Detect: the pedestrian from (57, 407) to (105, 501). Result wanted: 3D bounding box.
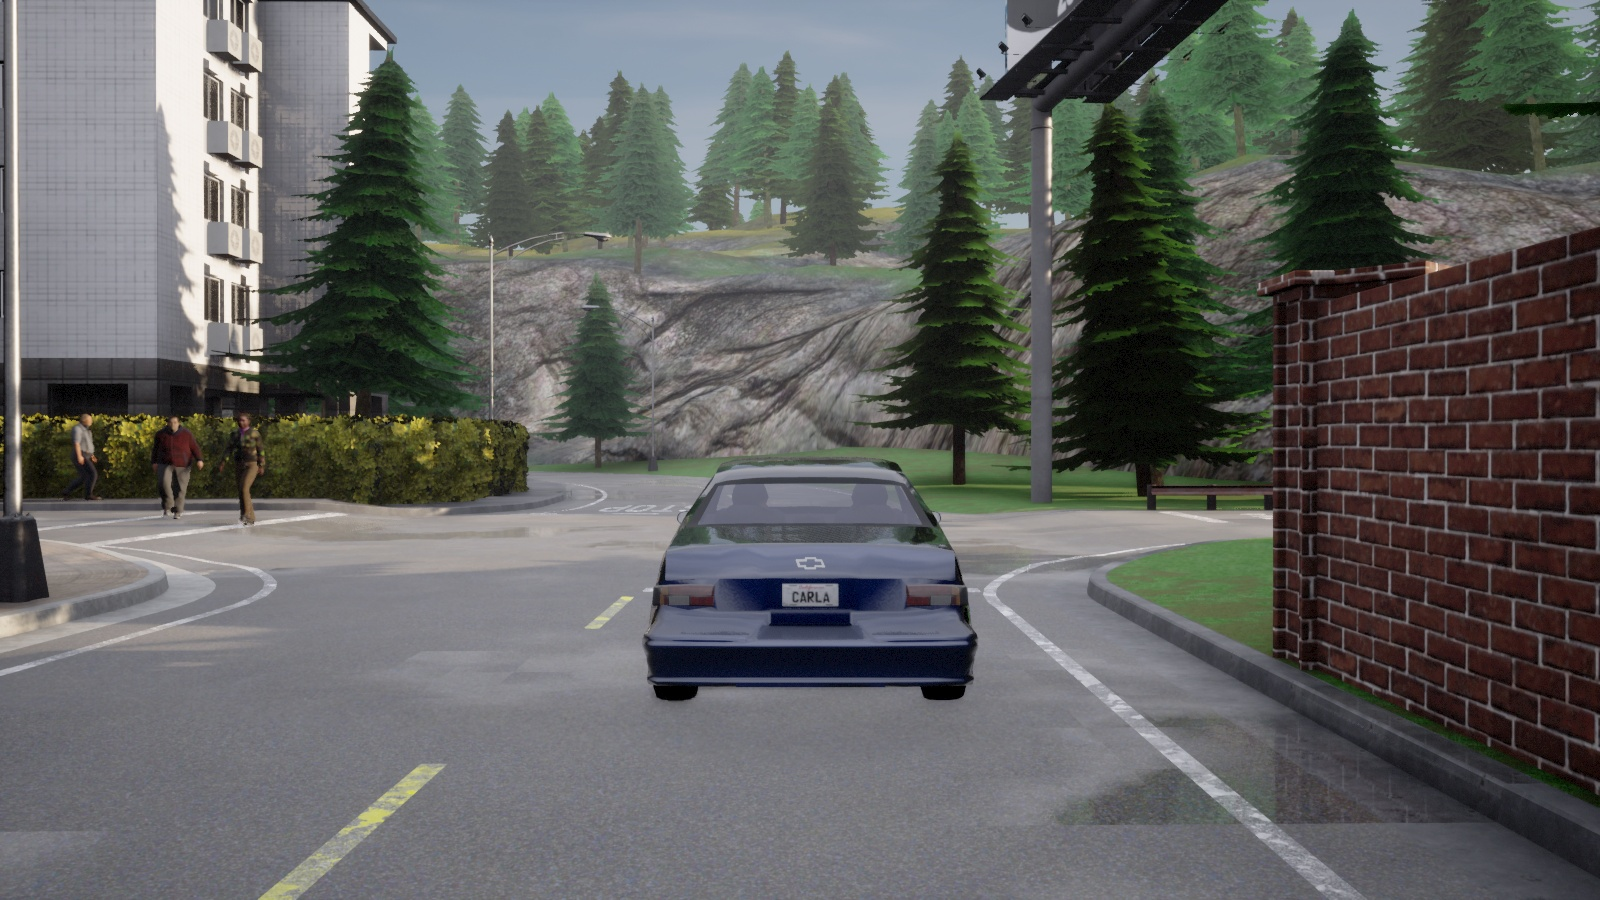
[{"bbox_3d":[-14.372,0.074,25.116,0.694,1.848,0.540,0,0,-11],"label":"pedestrian"}]

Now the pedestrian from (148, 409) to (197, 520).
[{"bbox_3d":[-10.662,0.238,21.355,0.634,1.844,0.899,0,0,-20],"label":"pedestrian"}]

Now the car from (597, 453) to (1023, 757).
[{"bbox_3d":[0.061,0.745,8.677,2.033,1.411,5.357,0,0,0],"label":"car"}]

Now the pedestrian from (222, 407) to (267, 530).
[{"bbox_3d":[-8.843,0.286,20.001,0.395,1.930,0.692,0,0,1],"label":"pedestrian"}]
